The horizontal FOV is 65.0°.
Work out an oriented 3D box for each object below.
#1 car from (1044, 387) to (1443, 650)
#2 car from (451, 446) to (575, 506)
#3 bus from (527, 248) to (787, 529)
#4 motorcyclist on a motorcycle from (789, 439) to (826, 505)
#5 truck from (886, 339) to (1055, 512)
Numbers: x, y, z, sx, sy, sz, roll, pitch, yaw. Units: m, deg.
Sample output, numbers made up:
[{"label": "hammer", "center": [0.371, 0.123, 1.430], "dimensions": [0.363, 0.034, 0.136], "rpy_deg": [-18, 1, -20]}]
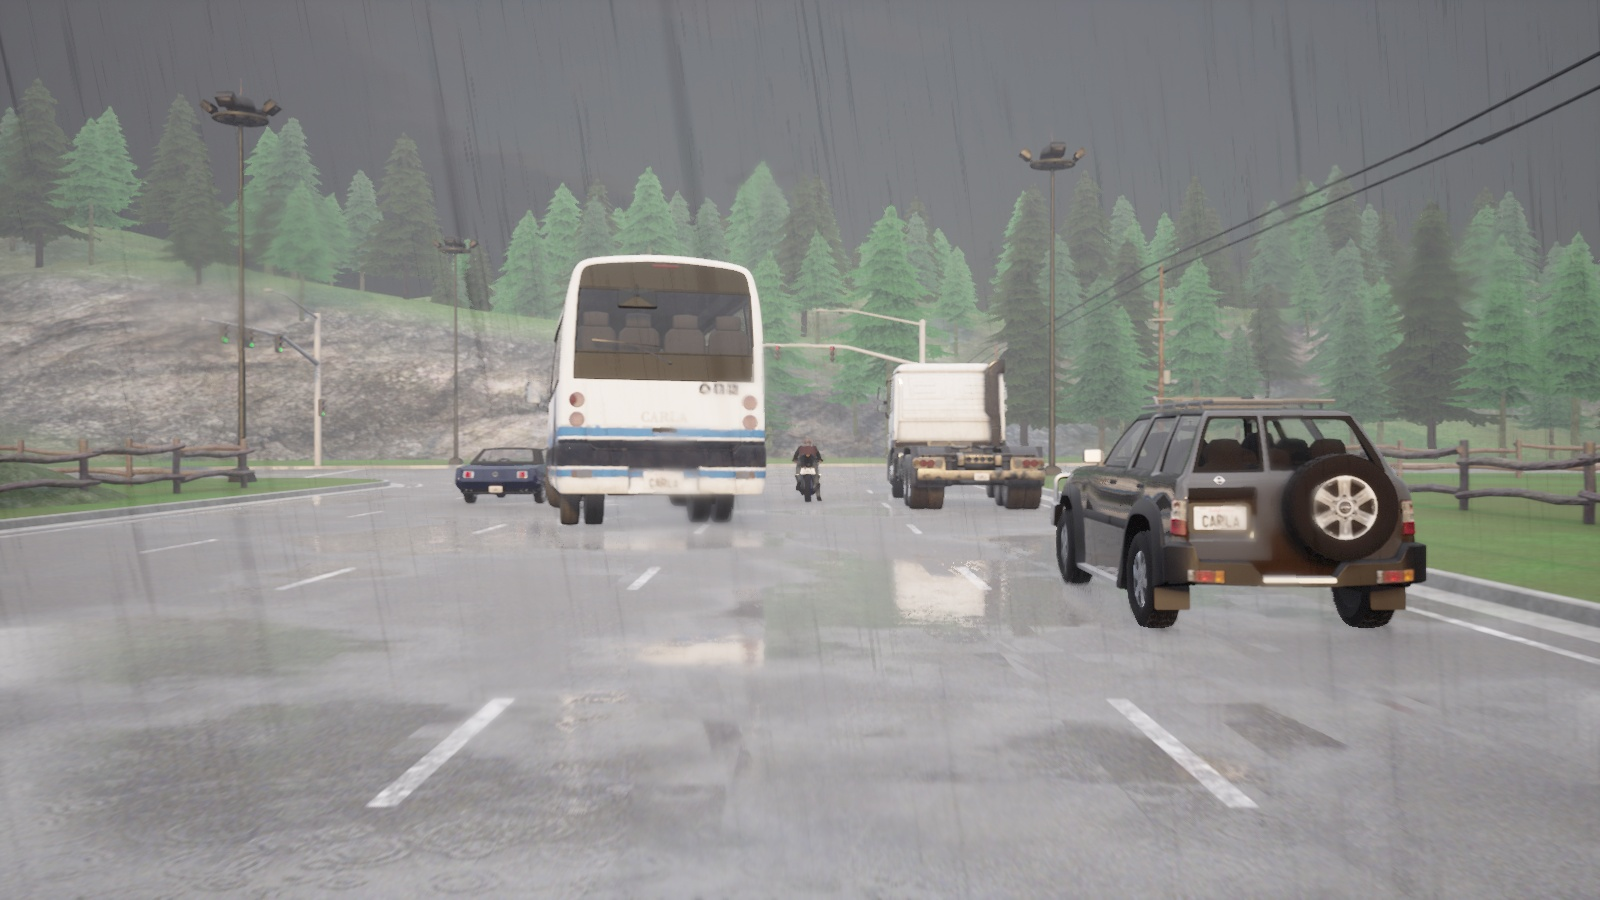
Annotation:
[{"label": "car", "center": [3.578, 0.462, 11.174], "dimensions": [1.932, 1.855, 4.605], "rpy_deg": [0, 1, 0]}, {"label": "car", "center": [-6.814, 0.562, 30.304], "dimensions": [1.895, 1.301, 4.718], "rpy_deg": [0, 1, 0]}, {"label": "bus", "center": [-3.252, -0.858, 24.431], "dimensions": [3.944, 4.253, 10.273], "rpy_deg": [1, -1, -12]}, {"label": "motorcyclist on a motorcycle", "center": [0.186, 0.503, 30.241], "dimensions": [0.866, 1.530, 2.191], "rpy_deg": [0, 1, 0]}, {"label": "truck", "center": [3.680, -0.503, 29.104], "dimensions": [2.891, 3.462, 7.936], "rpy_deg": [0, 0, 0]}]
